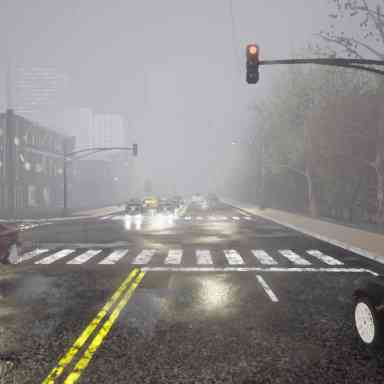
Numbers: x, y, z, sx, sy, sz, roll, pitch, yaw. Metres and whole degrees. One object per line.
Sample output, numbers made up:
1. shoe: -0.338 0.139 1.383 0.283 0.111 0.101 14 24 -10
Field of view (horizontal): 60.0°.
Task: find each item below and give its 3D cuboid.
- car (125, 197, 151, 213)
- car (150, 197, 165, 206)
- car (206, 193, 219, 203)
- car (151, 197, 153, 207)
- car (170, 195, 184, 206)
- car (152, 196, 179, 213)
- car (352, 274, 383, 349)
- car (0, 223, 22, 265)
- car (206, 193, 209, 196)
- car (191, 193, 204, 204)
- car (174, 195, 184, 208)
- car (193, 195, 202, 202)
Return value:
1. car: -6.048 1.480 36.364 2.128 1.511 4.902 0 0 -1
2. car: -5.716 1.544 55.927 1.994 1.385 4.181 0 0 2
3. car: 4.359 1.480 66.162 1.837 1.490 4.892 0 0 1
4. car: -5.886 1.462 45.876 1.882 1.535 5.008 0 0 1
5. car: -2.473 1.332 56.490 2.097 1.767 4.553 0 0 1
6. car: -2.831 1.480 36.692 2.128 1.511 4.902 0 0 -2
7. car: 3.396 1.477 3.207 1.882 1.535 5.008 0 0 1
8. car: -6.376 1.476 8.776 1.882 1.535 5.008 1 0 -2
9. car: 4.419 1.195 76.625 2.150 2.045 5.566 0 0 1
10. car: 1.095 1.194 65.135 2.150 2.045 5.566 0 0 1
11. car: -2.631 1.476 46.199 2.128 1.511 4.902 0 0 1
12. car: 1.169 1.509 76.751 2.033 1.411 5.357 0 0 1
